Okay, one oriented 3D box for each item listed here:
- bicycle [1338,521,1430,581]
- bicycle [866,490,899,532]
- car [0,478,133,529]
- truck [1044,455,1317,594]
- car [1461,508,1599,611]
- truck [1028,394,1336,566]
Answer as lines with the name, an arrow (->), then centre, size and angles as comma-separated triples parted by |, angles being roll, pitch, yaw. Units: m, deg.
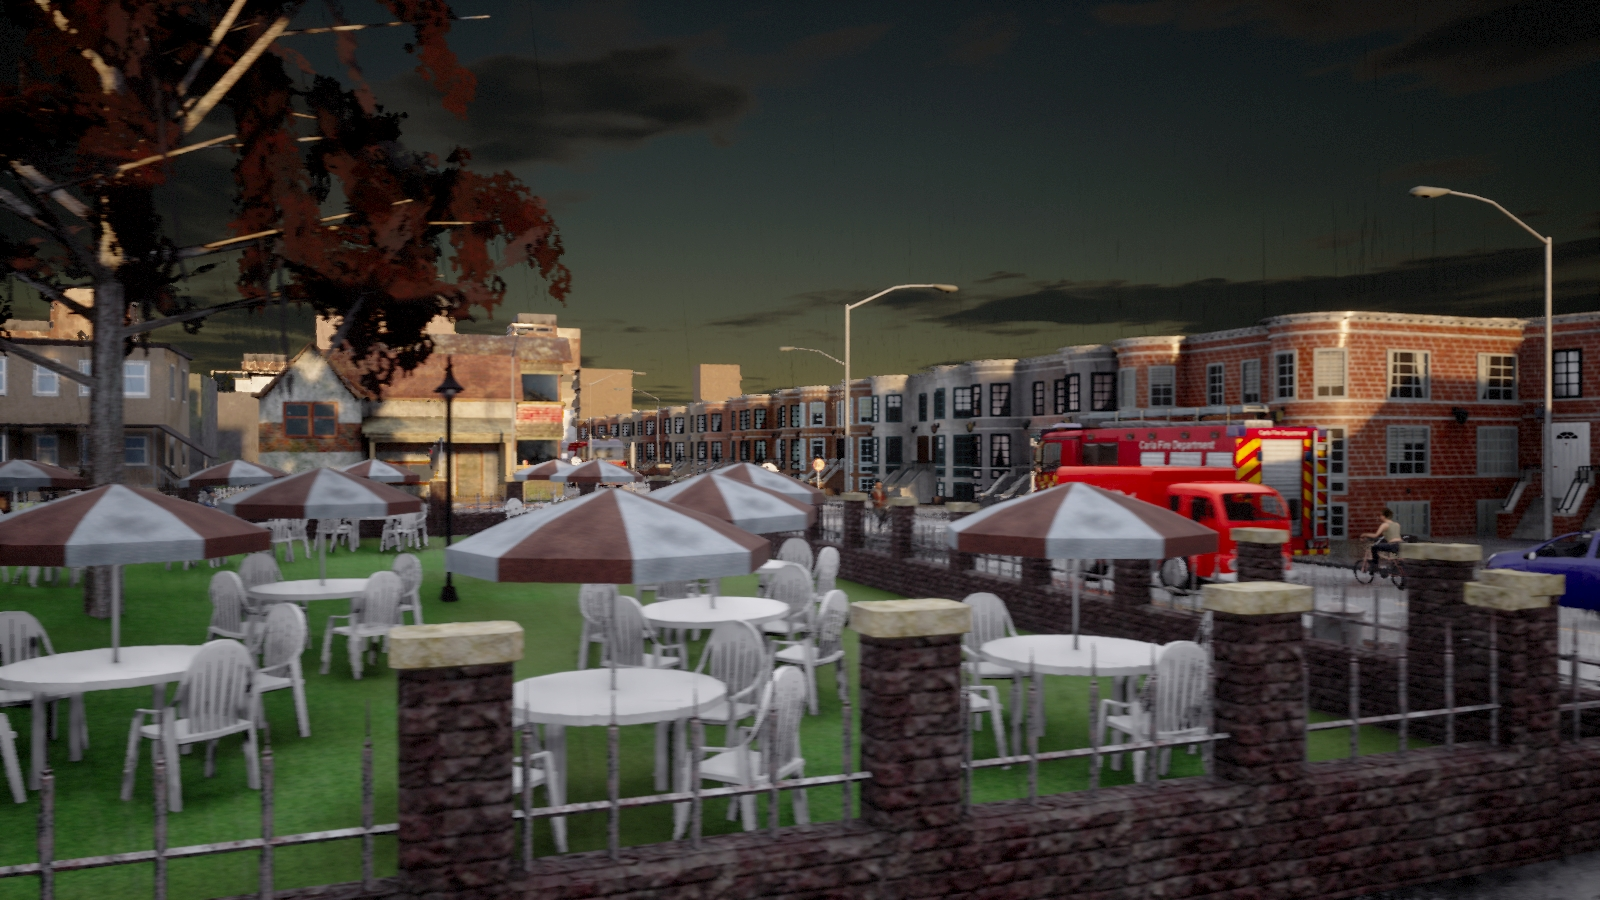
bicycle -> 11.890, 2.036, 23.296 | 0.859, 1.080, 1.487 | 0, 0, -20
bicycle -> 2.639, 1.941, 36.640 | 0.329, 1.271, 1.835 | 0, 0, -20
car -> -24.998, 1.781, 38.624 | 3.988, 1.617, 1.851 | 0, 0, -21
truck -> 7.585, 1.346, 23.472 | 2.627, 2.467, 5.204 | 0, 0, -21
car -> 13.384, 1.818, 19.164 | 1.845, 1.501, 3.633 | 0, 0, -21
truck -> 9.519, 0.671, 29.830 | 2.891, 3.827, 8.468 | 0, 0, -21
